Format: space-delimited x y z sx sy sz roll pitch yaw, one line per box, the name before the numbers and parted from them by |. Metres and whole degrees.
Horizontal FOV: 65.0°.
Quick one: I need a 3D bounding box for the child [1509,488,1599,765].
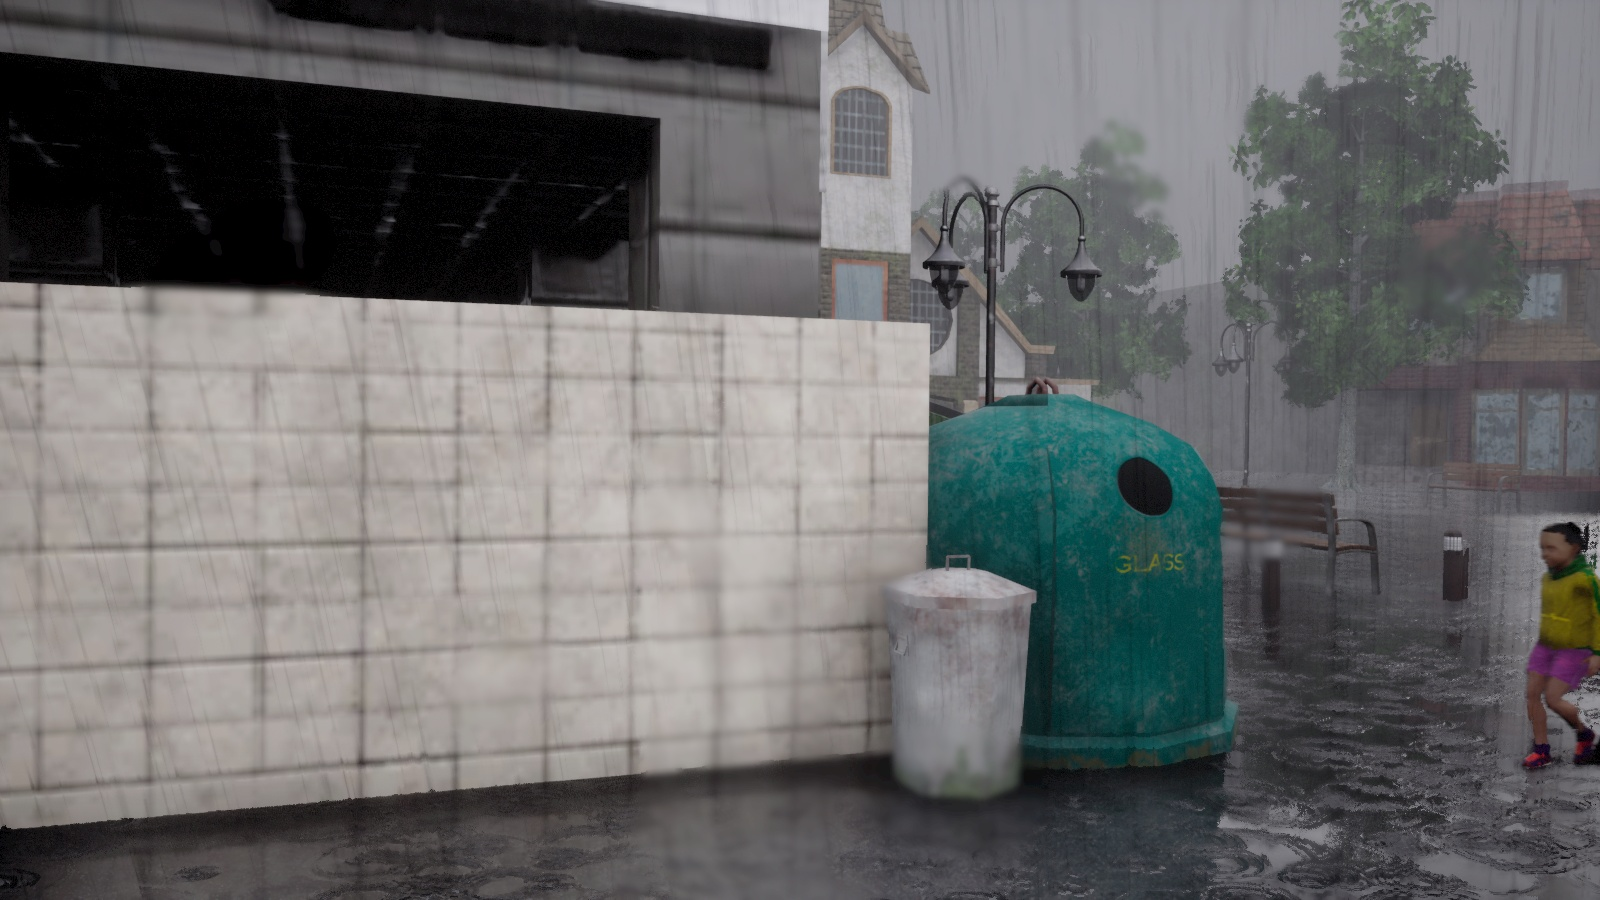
child | 3.449 0.760 5.546 0.473 1.160 0.299 -1 1 -11
